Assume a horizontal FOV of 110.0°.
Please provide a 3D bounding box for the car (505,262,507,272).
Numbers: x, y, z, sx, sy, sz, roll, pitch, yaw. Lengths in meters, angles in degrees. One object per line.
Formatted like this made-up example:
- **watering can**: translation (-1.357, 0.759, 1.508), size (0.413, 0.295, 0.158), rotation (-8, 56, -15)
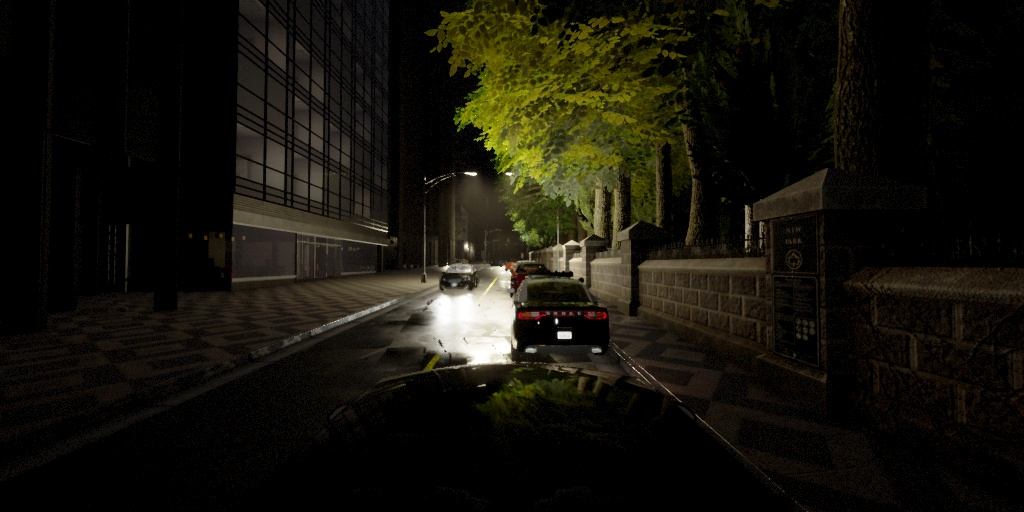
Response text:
- **car**: translation (0.208, 1.129, 47.423), size (2.097, 1.767, 4.553), rotation (0, 0, 1)

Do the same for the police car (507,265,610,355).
- **police car**: translation (0.924, 1.177, 8.817), size (1.930, 1.638, 5.238), rotation (0, 0, 0)

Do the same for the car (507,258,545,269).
- **car**: translation (0.958, 1.106, 18.680), size (2.097, 1.767, 4.553), rotation (0, 0, 0)

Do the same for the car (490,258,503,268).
- **car**: translation (-2.780, 1.151, 63.777), size (2.097, 1.767, 4.553), rotation (0, 0, 0)

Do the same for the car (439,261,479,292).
- **car**: translation (-3.031, 1.247, 21.333), size (2.128, 1.511, 4.902), rotation (0, 0, 0)
